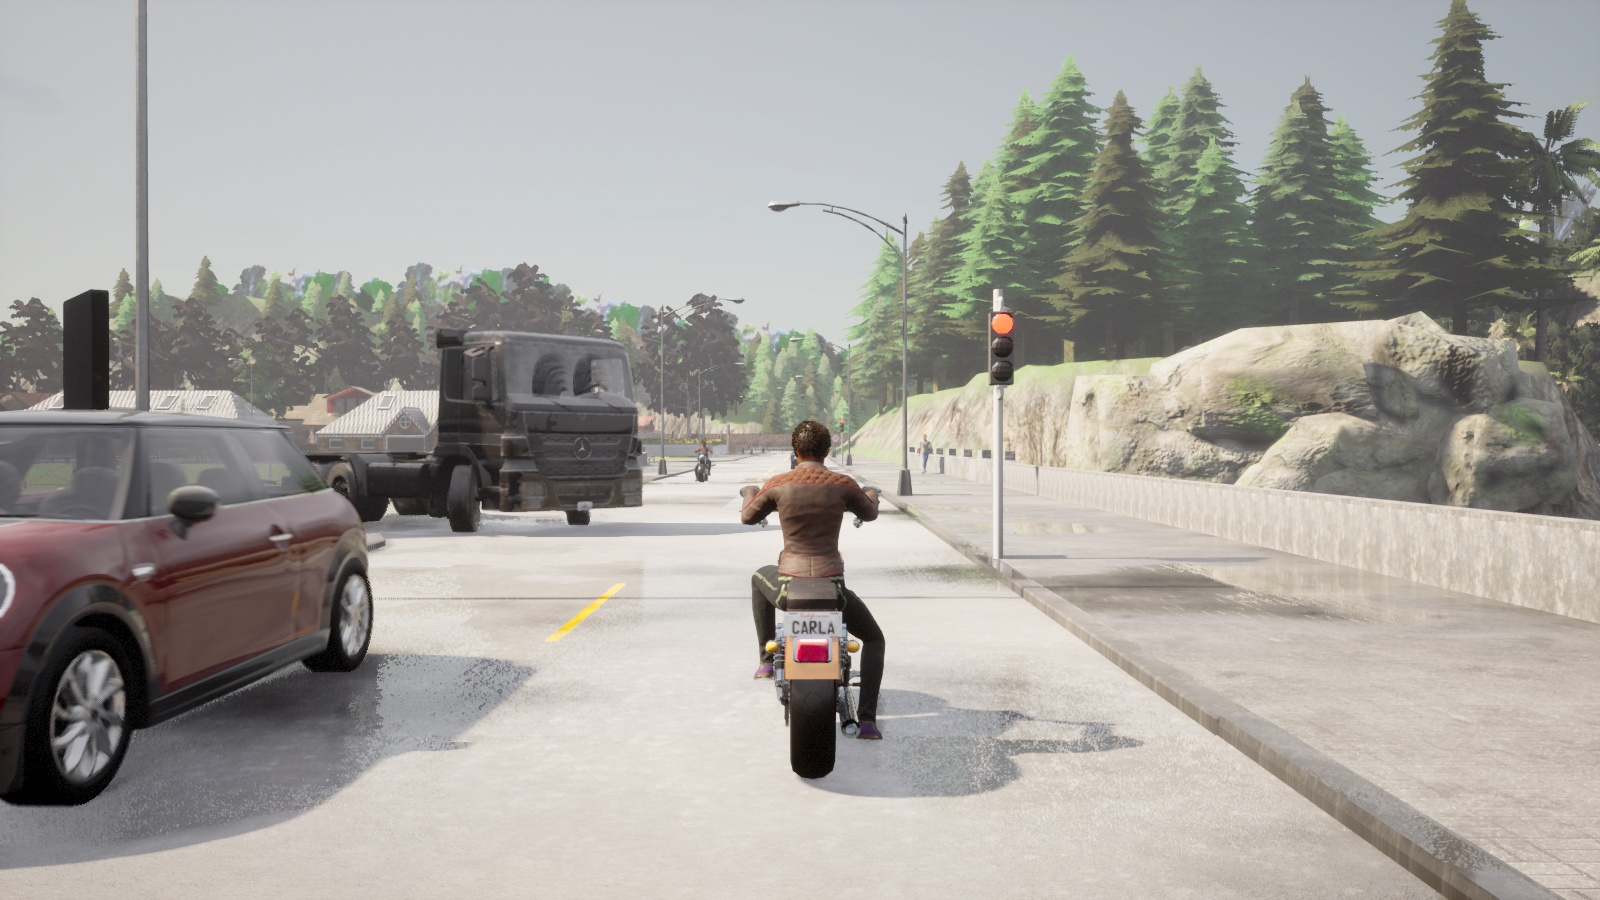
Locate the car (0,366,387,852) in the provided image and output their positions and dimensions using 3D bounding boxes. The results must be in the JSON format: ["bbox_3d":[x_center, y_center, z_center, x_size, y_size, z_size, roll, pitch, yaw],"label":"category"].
[{"bbox_3d":[-3.943,0.565,6.473,2.097,1.767,4.553,0,0,0],"label":"car"}]

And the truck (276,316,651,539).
[{"bbox_3d":[-6.479,-0.374,23.274,7.936,3.462,2.891,0,0,42],"label":"truck"}]

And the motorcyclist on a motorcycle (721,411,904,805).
[{"bbox_3d":[0.055,0.661,6.438,0.766,1.649,2.350,0,0,0],"label":"motorcyclist on a motorcycle"}]

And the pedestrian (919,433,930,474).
[{"bbox_3d":[5.527,0.147,55.614,0.354,1.836,0.706,0,0,-7],"label":"pedestrian"}]

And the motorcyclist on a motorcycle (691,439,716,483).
[{"bbox_3d":[-3.716,0.421,48.349,0.766,1.649,2.350,0,0,0],"label":"motorcyclist on a motorcycle"}]
